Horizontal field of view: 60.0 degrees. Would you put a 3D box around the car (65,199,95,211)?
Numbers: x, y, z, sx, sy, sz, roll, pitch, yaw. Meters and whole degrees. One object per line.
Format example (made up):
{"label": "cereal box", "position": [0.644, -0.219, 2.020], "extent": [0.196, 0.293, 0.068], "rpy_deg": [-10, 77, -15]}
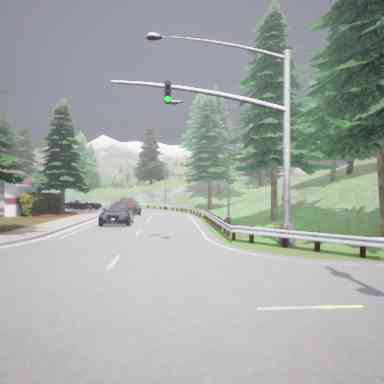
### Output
{"label": "car", "position": [-13.304, 1.541, 39.993], "extent": [4.718, 1.301, 1.895], "rpy_deg": [0, 0, 12]}

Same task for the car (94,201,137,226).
{"label": "car", "position": [-5.113, 1.526, 22.816], "extent": [1.994, 1.385, 4.181], "rpy_deg": [0, 0, -5]}

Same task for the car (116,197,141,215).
{"label": "car", "position": [-6.387, 1.300, 32.559], "extent": [2.097, 1.767, 4.553], "rpy_deg": [0, 0, -22]}
